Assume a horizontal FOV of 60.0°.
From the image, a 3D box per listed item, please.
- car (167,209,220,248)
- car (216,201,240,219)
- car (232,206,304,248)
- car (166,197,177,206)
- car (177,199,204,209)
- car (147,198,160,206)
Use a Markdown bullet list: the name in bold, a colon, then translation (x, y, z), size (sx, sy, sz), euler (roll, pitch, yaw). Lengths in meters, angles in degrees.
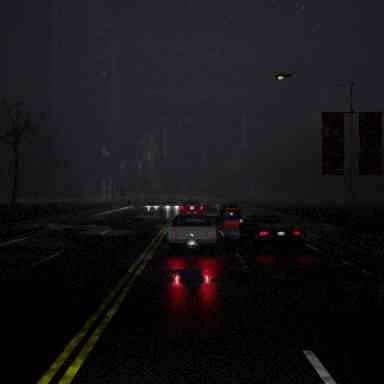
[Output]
- **car**: translation (0.000, 1.623, 14.681), size (1.895, 1.301, 4.718), euler (0, 0, 0)
- **car**: translation (3.250, 1.537, 29.650), size (1.837, 1.490, 4.892), euler (0, 0, 0)
- **car**: translation (3.250, 1.569, 14.651), size (2.033, 1.411, 5.357), euler (0, 0, 0)
- **car**: translation (-3.250, 1.606, 56.901), size (1.837, 1.490, 4.892), euler (0, 0, 0)
- **car**: translation (0.000, 1.386, 29.621), size (2.097, 1.767, 4.553), euler (0, 0, 0)
- **car**: translation (-6.500, 1.648, 56.901), size (2.033, 1.411, 5.357), euler (0, 0, 0)
